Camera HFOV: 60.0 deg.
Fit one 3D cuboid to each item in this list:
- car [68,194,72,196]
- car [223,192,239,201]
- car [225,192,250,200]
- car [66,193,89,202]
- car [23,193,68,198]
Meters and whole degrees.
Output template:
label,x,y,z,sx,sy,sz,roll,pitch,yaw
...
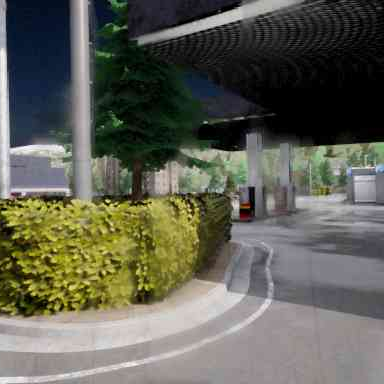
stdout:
label,x,y,z,sx,sy,sz,roll,pitch,yaw
car,-24.271,1.124,63.885,3.866,1.878,1.905,-1,1,35
car,7.405,0.851,63.928,5.027,1.636,2.152,-1,1,35
car,9.177,0.812,66.517,4.514,1.523,2.007,-1,1,35
car,-22.926,1.103,66.494,4.605,1.855,1.932,-1,1,35
car,-14.795,1.183,33.599,3.866,1.878,1.905,-1,1,35
